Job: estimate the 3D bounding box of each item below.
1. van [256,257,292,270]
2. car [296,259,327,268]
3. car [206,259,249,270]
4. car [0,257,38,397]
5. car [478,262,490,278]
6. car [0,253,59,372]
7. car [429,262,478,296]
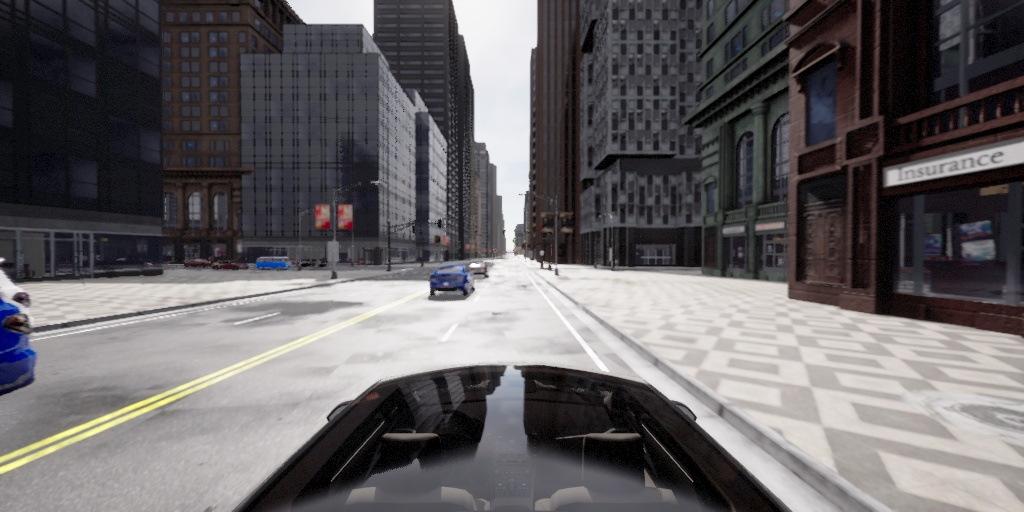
[{"bbox_3d":[-30.554,1.009,46.085,3.998,1.789,1.690,0,0,0],"label":"van"},{"bbox_3d":[-30.548,1.123,54.610,4.313,1.339,1.948,0,0,0],"label":"car"},{"bbox_3d":[-36.203,1.219,46.090,4.207,1.307,1.802,0,0,0],"label":"car"},{"bbox_3d":[-6.597,0.970,1.754,2.150,2.045,5.566,0,0,0],"label":"car"},{"bbox_3d":[-3.153,1.287,33.946,2.033,1.411,5.357,0,0,0],"label":"car"},{"bbox_3d":[-9.845,0.969,4.154,2.150,2.045,5.566,0,0,0],"label":"car"},{"bbox_3d":[-3.151,1.220,19.556,1.882,1.535,5.008,0,-1,0],"label":"car"}]
